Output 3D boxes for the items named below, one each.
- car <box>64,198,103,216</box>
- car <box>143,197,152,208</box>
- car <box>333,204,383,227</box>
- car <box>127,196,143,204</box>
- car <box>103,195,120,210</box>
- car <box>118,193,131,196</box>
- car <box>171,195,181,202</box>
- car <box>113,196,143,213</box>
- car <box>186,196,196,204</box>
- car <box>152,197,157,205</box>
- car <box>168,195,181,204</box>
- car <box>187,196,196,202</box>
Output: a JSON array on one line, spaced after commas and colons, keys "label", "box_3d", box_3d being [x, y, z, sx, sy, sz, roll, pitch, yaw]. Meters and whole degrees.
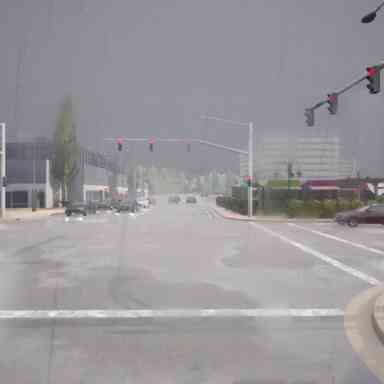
[{"label": "car", "box_3d": [-10.664, 1.547, 32.535, 2.033, 1.411, 5.357, 0, 0, 0]}, {"label": "car", "box_3d": [-7.187, 1.526, 46.814, 1.812, 1.442, 4.674, 0, 0, 0]}, {"label": "car", "box_3d": [11.762, 1.526, 21.876, 4.674, 1.442, 1.812, 0, 0, 1]}, {"label": "car", "box_3d": [-10.675, 1.547, 62.774, 2.033, 1.411, 5.357, 0, 0, 1]}, {"label": "car", "box_3d": [-10.682, 1.505, 42.091, 1.837, 1.490, 4.892, 0, 0, 0]}, {"label": "car", "box_3d": [-10.701, 1.221, 52.077, 2.150, 2.045, 5.566, 0, 0, 0]}, {"label": "car", "box_3d": [-3.649, 1.425, 74.787, 1.994, 1.385, 4.181, 0, 0, 0]}, {"label": "car", "box_3d": [-7.175, 1.505, 37.629, 1.837, 1.490, 4.892, 0, 0, 0]}, {"label": "car", "box_3d": [-0.128, 1.491, 64.521, 2.128, 1.511, 4.902, 0, 0, 0]}, {"label": "car", "box_3d": [-7.194, 1.564, 56.775, 1.994, 1.385, 4.181, 0, 0, 0]}, {"label": "car", "box_3d": [-3.628, 1.547, 64.514, 2.033, 1.411, 5.357, 0, 0, 0]}, {"label": "car", "box_3d": [-0.149, 1.468, 74.826, 1.895, 1.301, 4.718, 0, 0, 0]}]
